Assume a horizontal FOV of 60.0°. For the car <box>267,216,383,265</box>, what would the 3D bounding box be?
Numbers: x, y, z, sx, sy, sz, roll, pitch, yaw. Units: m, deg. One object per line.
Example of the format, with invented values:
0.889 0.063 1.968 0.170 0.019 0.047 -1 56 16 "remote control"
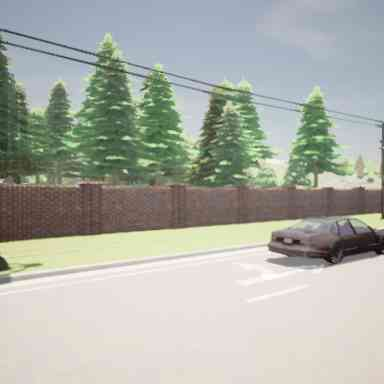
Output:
5.034 1.554 11.726 5.357 1.411 2.033 0 0 -35 "car"
